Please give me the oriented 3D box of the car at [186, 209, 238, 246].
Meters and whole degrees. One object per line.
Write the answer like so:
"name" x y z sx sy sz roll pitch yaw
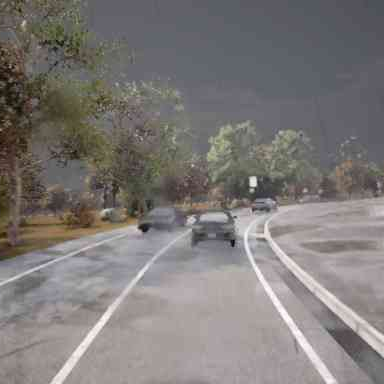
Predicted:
"car" 1.084 1.518 15.203 1.812 1.442 4.674 -1 0 8

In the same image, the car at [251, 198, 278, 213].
"car" 7.761 1.389 35.268 2.128 1.511 4.902 -3 -1 28

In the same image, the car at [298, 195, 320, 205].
"car" 19.437 1.270 55.188 4.902 1.511 2.128 -2 -3 -41

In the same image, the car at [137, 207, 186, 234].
"car" -1.571 1.600 20.122 2.033 1.411 5.357 -1 0 12
